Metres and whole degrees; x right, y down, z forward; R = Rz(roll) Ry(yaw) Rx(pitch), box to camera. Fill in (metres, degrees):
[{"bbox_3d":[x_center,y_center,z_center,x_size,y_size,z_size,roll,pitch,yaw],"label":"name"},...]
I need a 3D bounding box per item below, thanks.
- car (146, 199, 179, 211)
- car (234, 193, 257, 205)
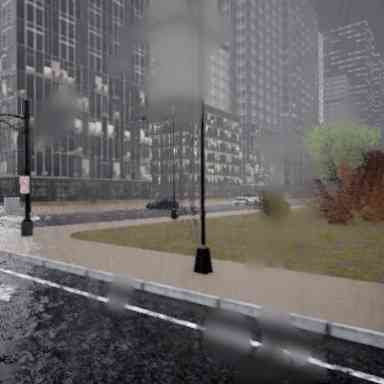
[{"bbox_3d":[-3.457,1.471,39.074,1.994,1.385,4.181,-1,0,37],"label":"car"},{"bbox_3d":[9.087,1.161,55.568,2.150,2.045,5.566,-1,0,37],"label":"car"}]
